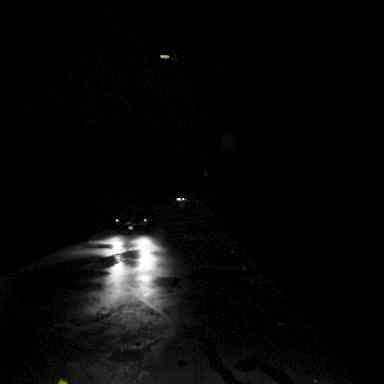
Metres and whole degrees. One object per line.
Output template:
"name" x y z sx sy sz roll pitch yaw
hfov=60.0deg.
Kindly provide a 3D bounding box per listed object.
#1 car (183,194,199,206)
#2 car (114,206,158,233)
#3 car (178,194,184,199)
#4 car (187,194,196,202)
"car" 0.079 1.362 49.938 2.033 1.411 5.357 0 0 0
"car" -3.107 1.520 19.150 1.895 1.301 4.718 0 0 0
"car" -3.038 1.217 95.461 2.128 1.511 4.902 0 0 0
"car" -0.028 1.240 71.342 1.882 1.535 5.008 0 0 0
